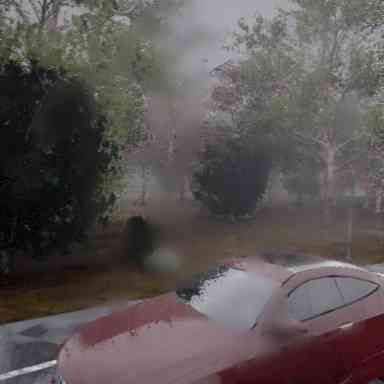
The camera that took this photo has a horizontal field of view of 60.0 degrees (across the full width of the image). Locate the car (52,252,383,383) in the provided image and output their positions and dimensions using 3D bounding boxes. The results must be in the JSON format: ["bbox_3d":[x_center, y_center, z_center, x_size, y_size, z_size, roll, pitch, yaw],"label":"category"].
[{"bbox_3d":[0.870,1.523,3.952,4.674,1.442,1.812,0,0,-31],"label":"car"}]
